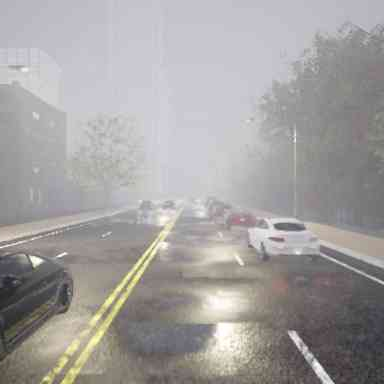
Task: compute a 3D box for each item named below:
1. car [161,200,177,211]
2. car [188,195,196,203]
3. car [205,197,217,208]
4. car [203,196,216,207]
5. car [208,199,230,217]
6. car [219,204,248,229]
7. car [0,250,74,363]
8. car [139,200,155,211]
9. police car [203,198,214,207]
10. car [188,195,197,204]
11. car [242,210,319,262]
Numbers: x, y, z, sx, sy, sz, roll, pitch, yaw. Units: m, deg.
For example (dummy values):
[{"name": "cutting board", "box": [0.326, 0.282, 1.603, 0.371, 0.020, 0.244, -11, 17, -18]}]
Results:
[{"name": "car", "box": [-3.290, 1.925, 48.564, 1.837, 1.490, 4.892, 0, 0, 1]}, {"name": "car", "box": [0.027, 1.987, 93.481, 2.150, 2.045, 5.566, 0, 0, 0]}, {"name": "car", "box": [3.263, 1.825, 45.532, 2.033, 1.649, 4.856, 0, -1, 0]}, {"name": "car", "box": [3.265, 1.710, 56.564, 2.150, 2.045, 5.566, 0, -1, 0]}, {"name": "car", "box": [3.228, 1.803, 34.694, 2.163, 1.488, 4.792, 0, 0, -1]}, {"name": "car", "box": [3.256, 1.767, 23.531, 1.994, 1.385, 4.181, 0, 0, 0]}, {"name": "car", "box": [-3.347, 1.609, 4.966, 1.994, 1.385, 4.181, 0, 0, 0]}, {"name": "car", "box": [-6.540, 1.925, 48.564, 1.837, 1.490, 4.892, 0, 0, 1]}, {"name": "police car", "box": [3.269, 2.090, 67.532, 2.038, 1.542, 4.974, 0, -1, 0]}, {"name": "car", "box": [0.022, 2.124, 78.842, 1.837, 1.490, 4.892, 0, 0, 0]}, {"name": "car", "box": [3.253, 1.634, 12.531, 1.812, 1.442, 4.674, 0, 0, 0]}]
